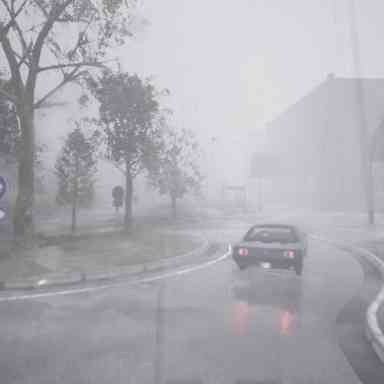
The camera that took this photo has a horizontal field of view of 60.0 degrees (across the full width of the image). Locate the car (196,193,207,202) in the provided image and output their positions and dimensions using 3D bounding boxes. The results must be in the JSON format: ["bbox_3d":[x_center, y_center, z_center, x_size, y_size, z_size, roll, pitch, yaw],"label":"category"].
[{"bbox_3d":[1.695,1.095,63.324,1.837,1.490,4.892,0,1,3],"label":"car"}]

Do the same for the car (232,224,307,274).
[{"bbox_3d":[2.784,1.706,11.014,1.895,1.301,4.718,0,-1,21],"label":"car"}]

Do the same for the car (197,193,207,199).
[{"bbox_3d":[2.261,0.907,73.681,1.895,1.301,4.718,0,0,5],"label":"car"}]

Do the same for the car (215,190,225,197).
[{"bbox_3d":[7.357,0.806,92.173,2.097,1.535,5.008,0,0,8],"label":"car"}]
